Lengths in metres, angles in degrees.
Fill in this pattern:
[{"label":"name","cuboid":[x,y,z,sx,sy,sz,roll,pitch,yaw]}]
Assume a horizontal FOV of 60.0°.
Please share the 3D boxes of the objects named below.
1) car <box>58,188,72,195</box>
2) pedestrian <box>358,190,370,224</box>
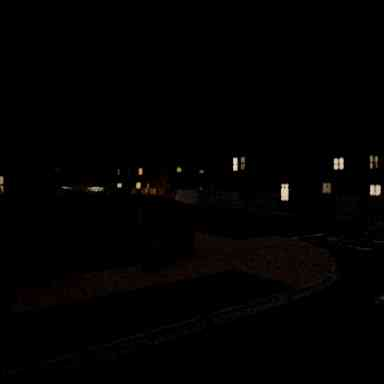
[{"label":"car","cuboid":[-21.341,0.065,56.012,2.128,1.511,4.902,0,1,-35]},{"label":"pedestrian","cuboid":[9.318,0.794,18.043,0.375,1.860,0.375,2,-1,-35]}]
